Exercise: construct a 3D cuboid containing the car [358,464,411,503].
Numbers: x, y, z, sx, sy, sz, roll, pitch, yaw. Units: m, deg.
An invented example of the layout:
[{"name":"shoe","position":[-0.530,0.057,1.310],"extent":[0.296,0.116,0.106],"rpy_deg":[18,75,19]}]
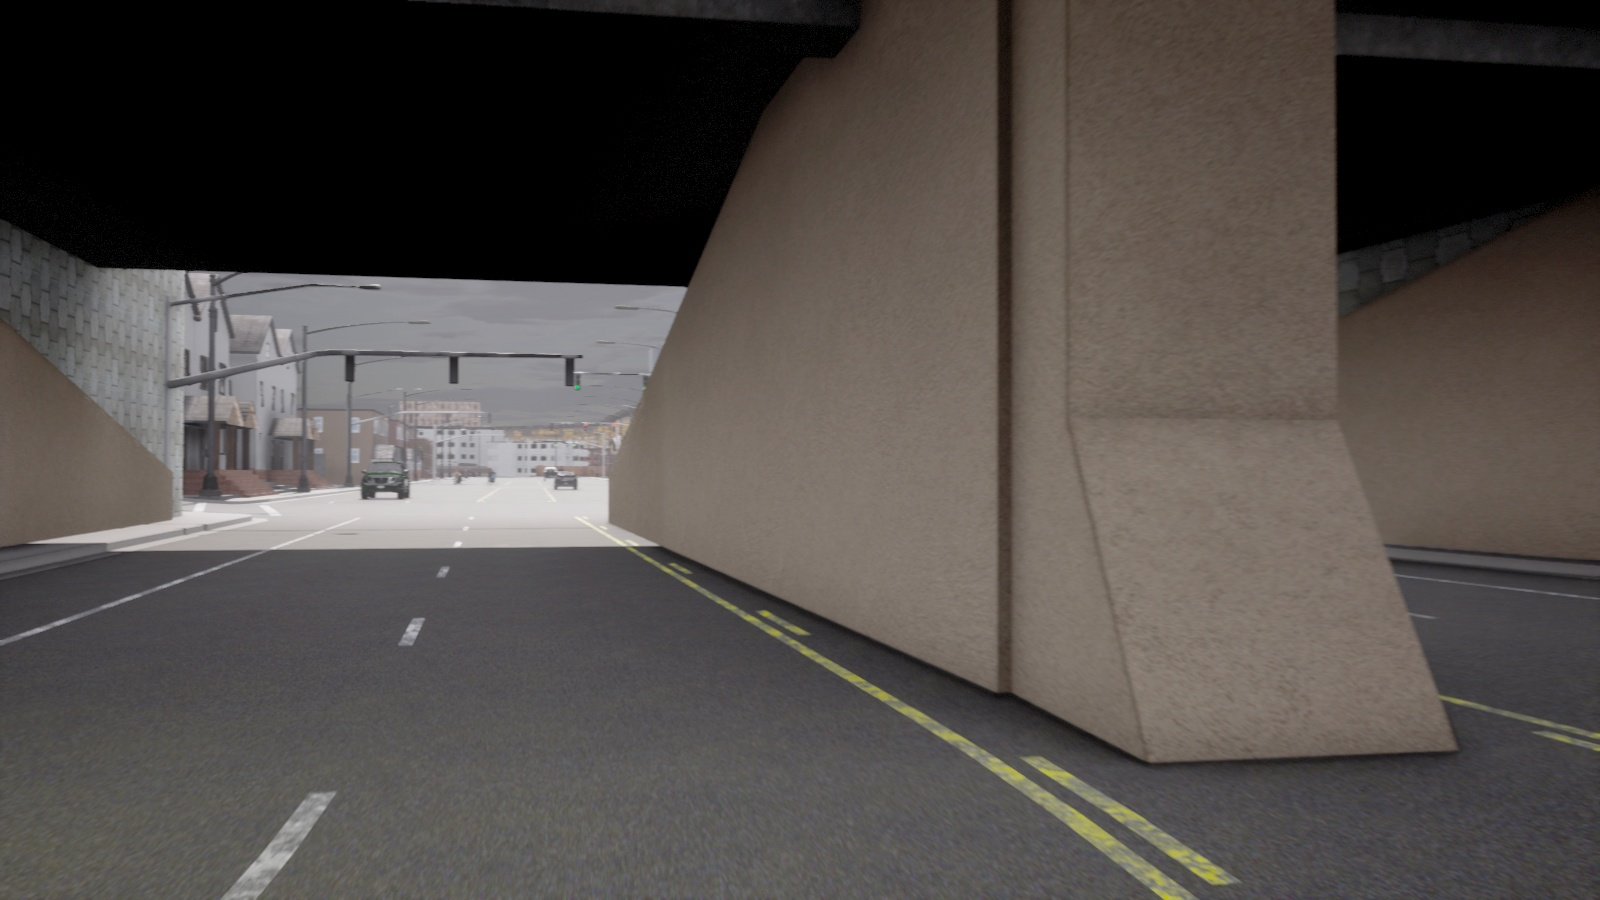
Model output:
[{"name":"car","position":[-22.642,1.805,68.592],"extent":[2.150,2.045,5.566],"rpy_deg":[0,-1,-12]}]
